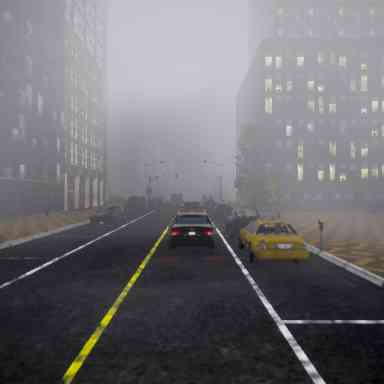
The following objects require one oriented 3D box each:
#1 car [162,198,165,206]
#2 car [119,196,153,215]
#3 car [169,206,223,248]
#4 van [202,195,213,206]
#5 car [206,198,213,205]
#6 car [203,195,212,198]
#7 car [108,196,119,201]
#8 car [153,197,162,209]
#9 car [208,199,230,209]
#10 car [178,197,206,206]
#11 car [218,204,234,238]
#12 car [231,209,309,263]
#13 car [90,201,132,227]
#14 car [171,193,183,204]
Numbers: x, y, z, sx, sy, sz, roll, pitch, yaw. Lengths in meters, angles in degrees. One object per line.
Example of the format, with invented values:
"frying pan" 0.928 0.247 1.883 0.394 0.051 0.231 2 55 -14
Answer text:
"car" -5.687 1.597 57.223 1.947 1.339 4.313 0 0 0
"car" -5.685 1.324 34.467 2.192 1.841 5.009 0 0 0
"car" 0.000 1.564 14.650 2.033 1.411 5.357 0 0 0
"van" 2.662 1.373 57.198 1.690 1.788 3.998 0 0 0
"car" 2.661 1.575 34.441 1.947 1.339 4.313 0 0 0
"car" 2.661 1.607 51.508 1.802 1.307 4.206 0 0 0
"car" -17.465 1.584 78.009 4.206 1.307 1.802 0 0 0
"car" -5.686 1.564 45.846 1.887 1.381 4.507 0 0 0
"car" 2.661 1.571 28.752 1.947 1.339 4.313 0 0 0
"car" 0.000 1.492 29.650 1.882 1.535 5.008 0 0 0
"car" 2.663 1.551 17.374 2.008 1.369 4.403 0 0 0
"car" 2.668 1.524 11.855 1.752 1.417 4.829 0 0 0
"car" -5.686 1.568 23.089 1.947 1.339 4.313 0 0 0
"car" -3.013 1.272 66.630 2.150 2.045 5.566 0 0 0
